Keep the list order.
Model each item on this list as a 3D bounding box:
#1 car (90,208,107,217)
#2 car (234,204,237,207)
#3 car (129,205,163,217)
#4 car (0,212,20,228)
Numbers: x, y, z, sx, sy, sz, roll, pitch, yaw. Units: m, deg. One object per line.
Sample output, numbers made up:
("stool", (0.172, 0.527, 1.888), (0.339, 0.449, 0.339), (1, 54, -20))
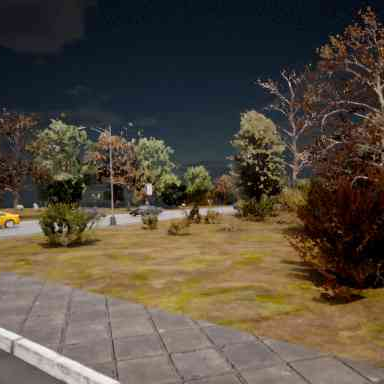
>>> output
("car", (-11.724, 2.459, 35.903), (2.033, 1.411, 5.357), (-3, -2, 32))
("car", (9.374, 2.582, 62.536), (1.895, 1.301, 4.718), (-3, -2, 33))
("car", (-6.083, 2.510, 44.875), (2.033, 1.411, 5.357), (-3, -2, 32))
("car", (-17.053, 2.368, 27.665), (1.882, 1.535, 5.008), (-3, -2, 33))
